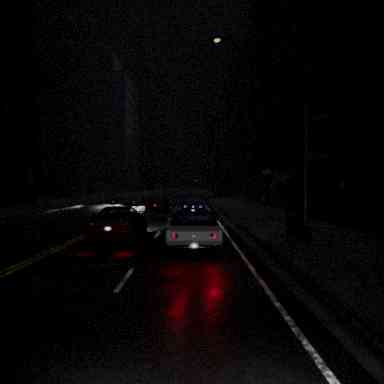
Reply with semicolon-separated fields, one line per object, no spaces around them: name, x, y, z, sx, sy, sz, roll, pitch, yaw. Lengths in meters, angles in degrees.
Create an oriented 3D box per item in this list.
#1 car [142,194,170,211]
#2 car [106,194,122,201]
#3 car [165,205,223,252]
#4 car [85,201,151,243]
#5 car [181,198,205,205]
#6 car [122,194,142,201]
car;-3.146;0.960;30.985;1.882;1.535;5.008;0;1;0
car;-9.817;0.884;43.521;1.895;1.301;4.718;0;1;0
car;0.085;1.380;12.812;1.895;1.301;4.718;0;1;0
car;-3.160;1.315;14.513;1.994;1.385;4.181;0;1;0
car;0.091;1.132;27.929;1.895;1.301;4.718;0;1;0
car;-6.578;0.916;39.221;1.994;1.385;4.181;0;1;0
